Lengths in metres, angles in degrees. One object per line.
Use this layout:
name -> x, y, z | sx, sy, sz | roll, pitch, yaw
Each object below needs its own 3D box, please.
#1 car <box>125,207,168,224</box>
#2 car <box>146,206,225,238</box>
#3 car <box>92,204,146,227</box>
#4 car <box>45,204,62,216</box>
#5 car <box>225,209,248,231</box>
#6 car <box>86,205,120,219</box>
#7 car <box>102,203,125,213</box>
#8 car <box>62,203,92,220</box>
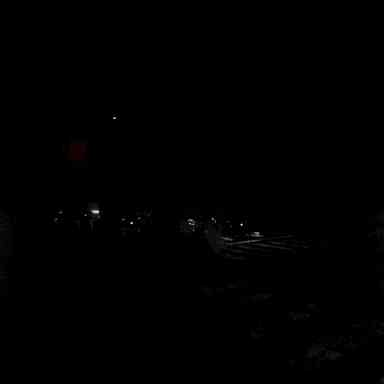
car -> -4.242, 2.082, 30.250 | 1.895, 1.301, 4.718 | 0, -1, -36
car -> -0.510, 1.636, 19.625 | 2.097, 1.767, 4.553 | 0, -1, -36
car -> -6.091, 2.009, 27.277 | 2.033, 1.411, 5.357 | 0, -1, -35
car -> -17.763, 2.331, 43.322 | 2.128, 1.511, 4.902 | 0, -1, -36
car -> 1.591, 1.800, 22.261 | 1.837, 1.490, 4.892 | 0, -1, -36
car -> -10.467, 2.229, 38.786 | 2.033, 1.411, 5.357 | 0, -1, -36
car -> -12.503, 2.512, 52.919 | 1.895, 1.301, 4.718 | 0, -1, -36
car -> -11.931, 2.214, 35.286 | 1.994, 1.385, 4.181 | 0, -1, -36
